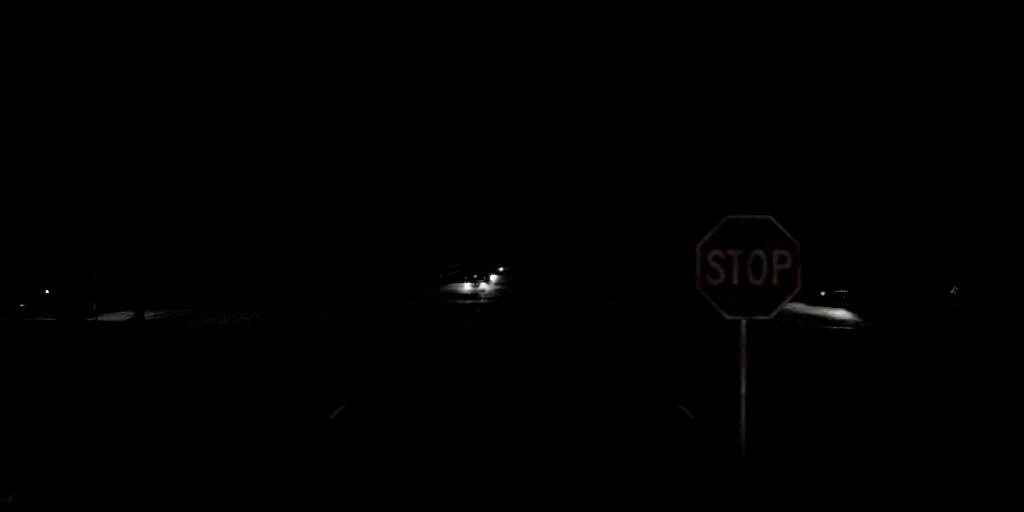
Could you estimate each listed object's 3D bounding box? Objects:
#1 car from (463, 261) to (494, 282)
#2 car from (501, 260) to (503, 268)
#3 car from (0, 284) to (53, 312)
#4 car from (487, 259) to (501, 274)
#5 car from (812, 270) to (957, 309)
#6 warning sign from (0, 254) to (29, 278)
[{"bbox_3d":[-2.773,1.354,29.096,1.994,1.385,4.181,0,0,0],"label":"car"},{"bbox_3d":[-2.609,1.259,62.618,1.882,1.535,5.008,0,0,0],"label":"car"},{"bbox_3d":[-18.574,1.330,11.945,4.718,1.301,1.895,0,0,0],"label":"car"},{"bbox_3d":[-2.743,1.279,42.608,2.128,1.511,4.902,0,0,0],"label":"car"},{"bbox_3d":[15.331,1.314,14.893,4.892,1.490,1.837,0,0,0],"label":"car"},{"bbox_3d":[-24.127,0.818,17.248,1.060,1.860,1.300,0,0,0],"label":"warning sign"}]
